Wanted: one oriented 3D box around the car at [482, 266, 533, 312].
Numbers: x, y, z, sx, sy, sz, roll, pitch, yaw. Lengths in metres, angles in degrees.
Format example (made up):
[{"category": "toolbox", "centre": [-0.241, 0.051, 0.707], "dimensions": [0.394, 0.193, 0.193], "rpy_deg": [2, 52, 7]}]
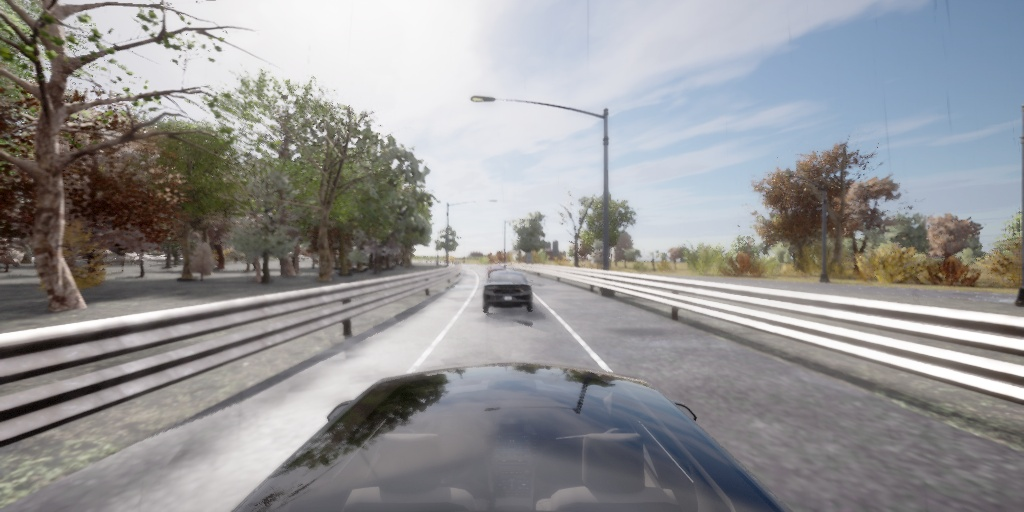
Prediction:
[{"category": "car", "centre": [-0.220, 1.369, 15.111], "dimensions": [1.882, 1.535, 5.008], "rpy_deg": [0, -1, -2]}]
